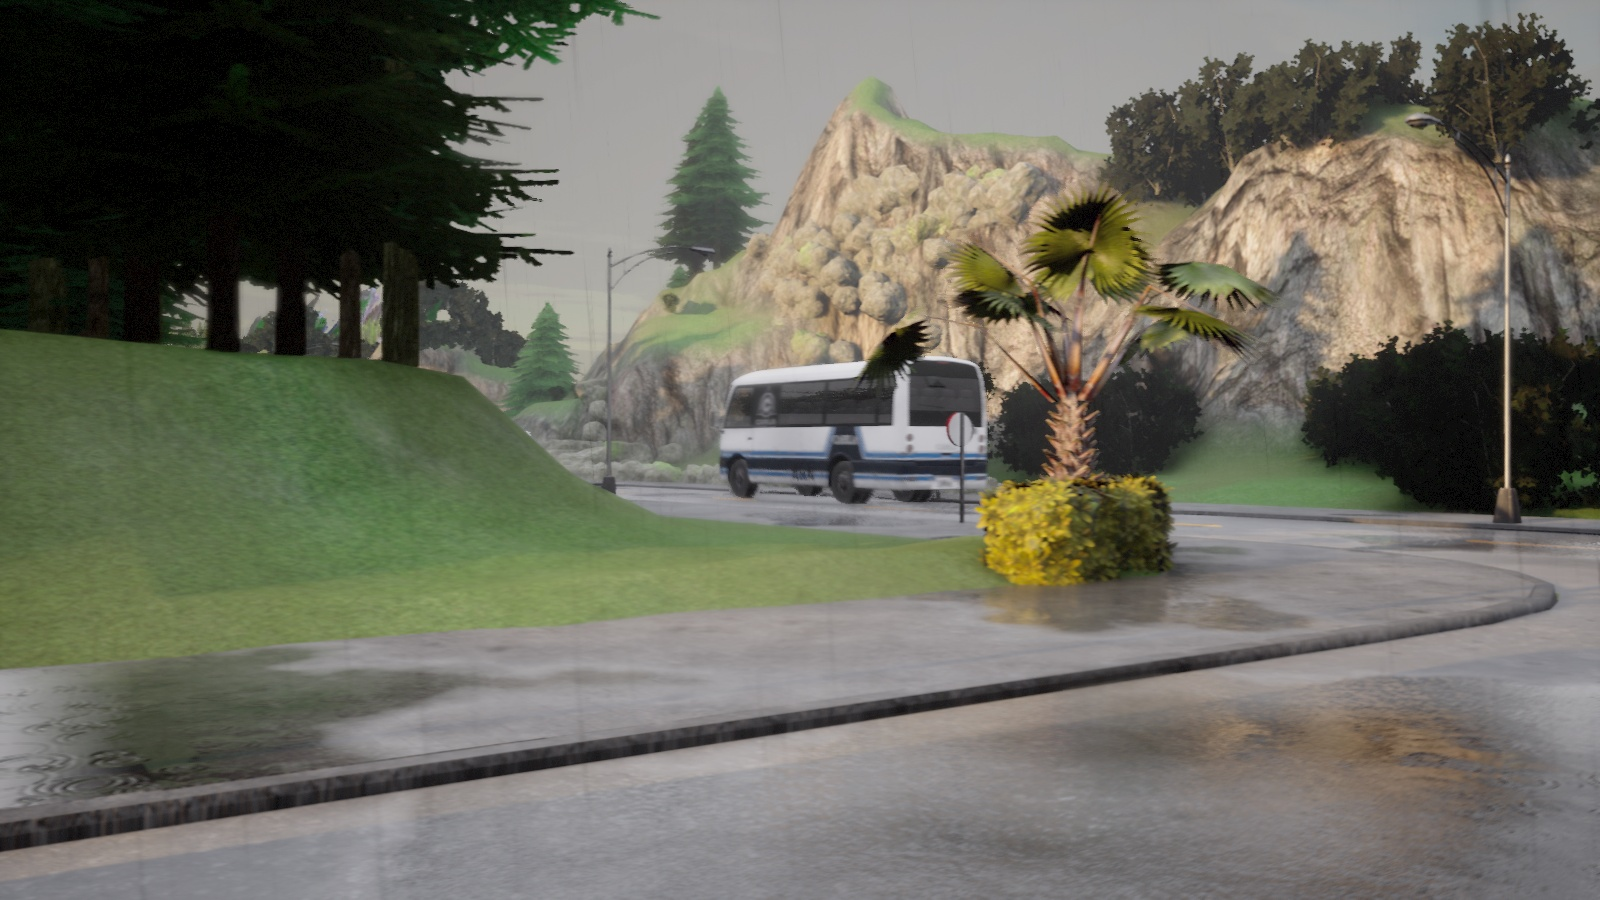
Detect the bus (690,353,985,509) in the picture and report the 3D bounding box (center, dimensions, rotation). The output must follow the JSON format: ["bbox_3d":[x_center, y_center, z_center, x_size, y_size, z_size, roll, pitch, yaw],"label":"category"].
[{"bbox_3d":[0.827,-0.536,39.596,3.944,4.253,10.273,0,0,-35],"label":"bus"}]
